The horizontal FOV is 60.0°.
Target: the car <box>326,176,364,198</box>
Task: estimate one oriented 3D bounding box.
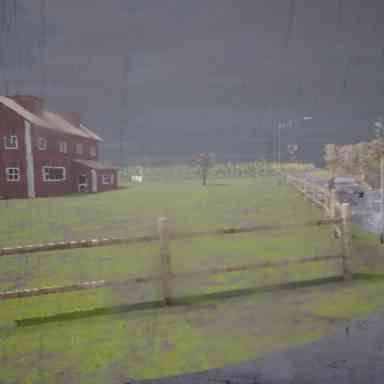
[{"bbox_3d":[10.600,-0.411,23.380,1.812,1.442,4.674,-1,4,13],"label":"car"}]
